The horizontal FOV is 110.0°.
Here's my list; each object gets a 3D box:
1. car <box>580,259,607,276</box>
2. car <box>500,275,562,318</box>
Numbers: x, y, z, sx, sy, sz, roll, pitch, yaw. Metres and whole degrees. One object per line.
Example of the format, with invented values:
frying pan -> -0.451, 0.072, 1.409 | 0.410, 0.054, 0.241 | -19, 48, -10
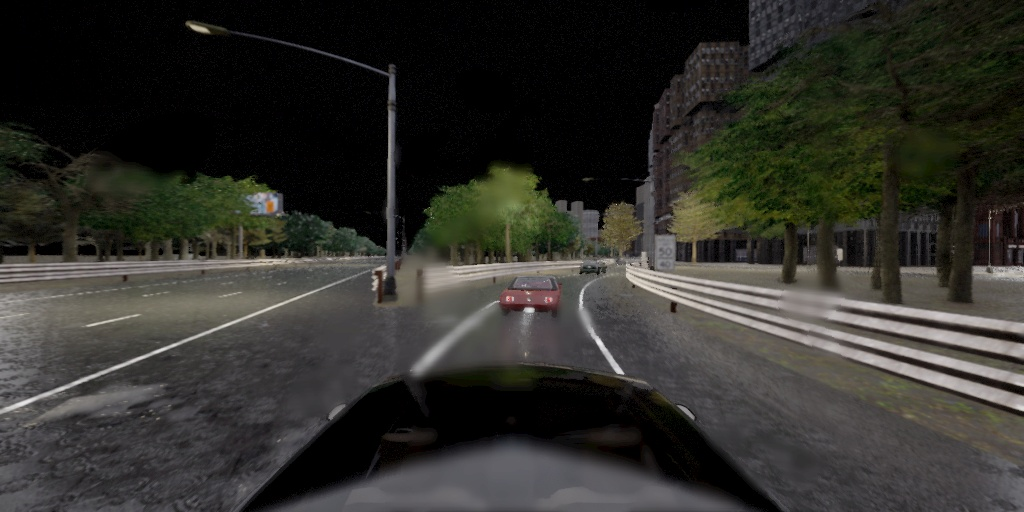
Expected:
car -> 8.871, 1.130, 38.706 | 2.097, 1.767, 4.553 | 1, 0, 26
car -> 0.867, 1.355, 13.099 | 1.895, 1.301, 4.718 | 0, 0, 9
